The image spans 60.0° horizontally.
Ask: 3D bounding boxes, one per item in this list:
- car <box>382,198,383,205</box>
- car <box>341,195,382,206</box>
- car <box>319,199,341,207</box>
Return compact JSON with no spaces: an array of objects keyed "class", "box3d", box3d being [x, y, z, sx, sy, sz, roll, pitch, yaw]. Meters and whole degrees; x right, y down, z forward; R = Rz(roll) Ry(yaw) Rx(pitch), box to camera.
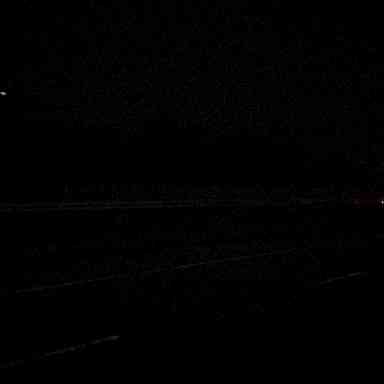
[{"class":"car","box3d":[33.564,1.730,57.905,5.008,1.535,1.882,0,0,-35]},{"class":"car","box3d":[23.915,1.415,46.802,5.566,2.045,2.150,1,0,-35]},{"class":"car","box3d":[21.022,1.735,49.036,5.357,1.411,2.033,0,0,-35]}]
